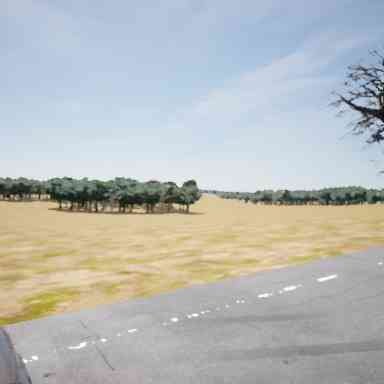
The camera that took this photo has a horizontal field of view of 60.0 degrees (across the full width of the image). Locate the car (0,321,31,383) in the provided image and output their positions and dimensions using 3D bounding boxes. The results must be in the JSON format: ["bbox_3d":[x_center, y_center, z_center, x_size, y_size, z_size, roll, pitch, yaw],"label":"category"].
[{"bbox_3d":[-3.622,1.558,1.432,5.357,1.411,2.033,0,0,-35],"label":"car"}]
